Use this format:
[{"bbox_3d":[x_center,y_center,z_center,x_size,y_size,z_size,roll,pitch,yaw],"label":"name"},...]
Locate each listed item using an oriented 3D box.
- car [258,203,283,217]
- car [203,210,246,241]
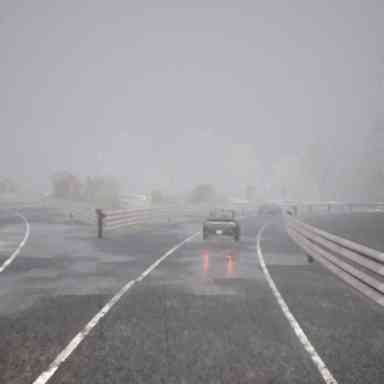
[{"bbox_3d":[9.081,2.045,38.425,2.128,1.511,4.902,0,-1,29],"label":"car"},{"bbox_3d":[1.812,1.713,18.173,2.128,1.511,4.902,1,0,12],"label":"car"}]
